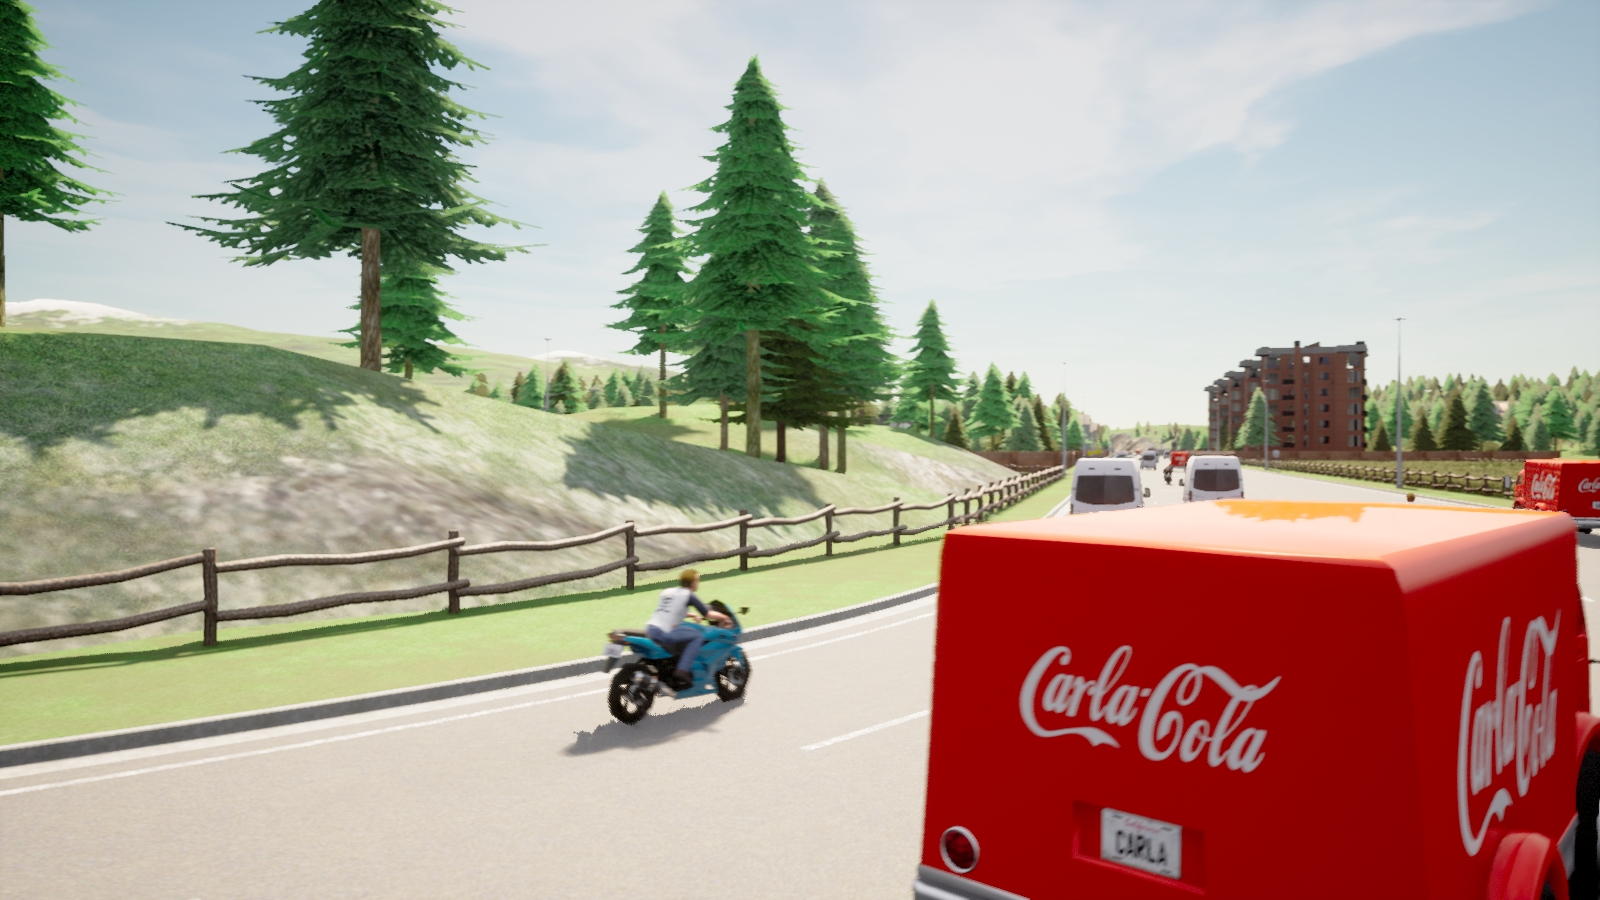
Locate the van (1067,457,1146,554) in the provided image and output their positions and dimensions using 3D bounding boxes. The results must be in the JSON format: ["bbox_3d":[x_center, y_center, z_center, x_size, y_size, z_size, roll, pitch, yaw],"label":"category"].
[{"bbox_3d":[9.217,1.527,34.062,1.988,2.561,5.915,0,0,18],"label":"van"}]

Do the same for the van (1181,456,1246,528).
[{"bbox_3d":[15.897,1.522,44.149,1.988,2.561,5.915,0,0,16],"label":"van"}]

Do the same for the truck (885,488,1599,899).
[{"bbox_3d":[3.172,1.566,6.714,2.627,2.467,5.204,1,1,43],"label":"truck"}]

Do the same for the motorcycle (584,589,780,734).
[{"bbox_3d":[-1.221,2.186,12.158,0.803,1.199,2.033,-2,-2,43],"label":"motorcycle"}]

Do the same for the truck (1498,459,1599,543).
[{"bbox_3d":[24.786,1.549,36.820,2.627,2.467,5.204,0,0,16],"label":"truck"}]
